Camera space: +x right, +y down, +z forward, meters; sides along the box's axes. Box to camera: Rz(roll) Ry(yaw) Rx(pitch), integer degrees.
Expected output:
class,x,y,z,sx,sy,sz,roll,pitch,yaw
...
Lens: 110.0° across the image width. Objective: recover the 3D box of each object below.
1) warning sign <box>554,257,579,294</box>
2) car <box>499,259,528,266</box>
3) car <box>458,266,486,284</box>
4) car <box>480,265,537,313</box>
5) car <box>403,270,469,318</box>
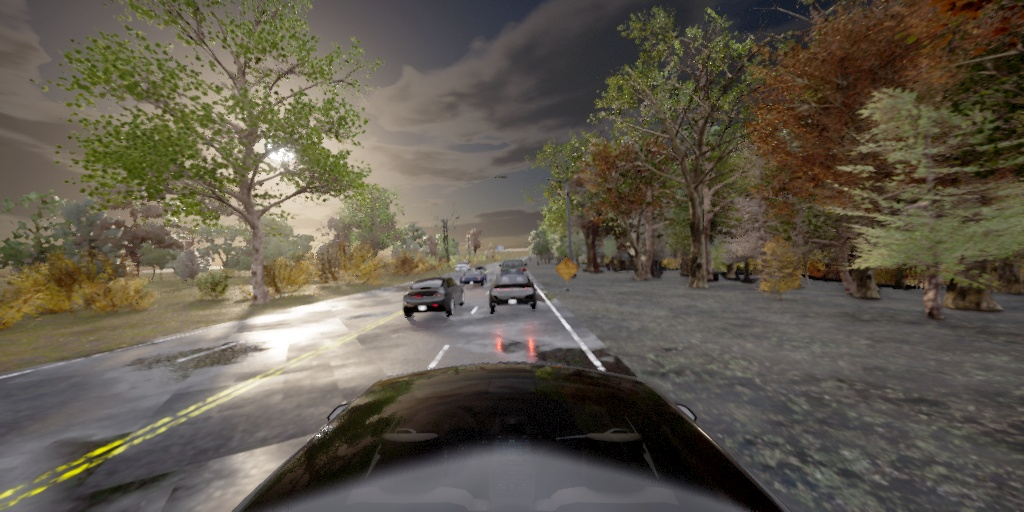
class,x,y,z,sx,sy,sz,roll,pitch,yaw
warning sign,2.895,0.960,18.694,1.300,1.860,1.060,0,0,0
car,0.113,1.229,29.450,2.150,2.045,5.566,-2,1,1
car,-3.126,1.826,30.100,1.895,1.301,4.718,-3,0,1
car,0.043,1.389,15.350,2.128,1.511,4.902,-2,1,1
car,-3.220,1.623,15.361,1.837,1.490,4.892,-3,0,1
